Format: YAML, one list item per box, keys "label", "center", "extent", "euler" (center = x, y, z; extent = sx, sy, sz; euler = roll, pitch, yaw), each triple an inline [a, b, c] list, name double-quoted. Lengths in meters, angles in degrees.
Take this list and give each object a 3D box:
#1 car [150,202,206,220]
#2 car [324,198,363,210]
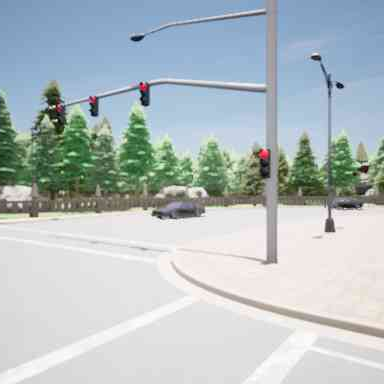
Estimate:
- label: "car"
  center: [-1.013, 1.520, 28.346]
  extent: [2.033, 1.411, 5.357]
  euler: [0, 0, 41]
- label: "car"
  center: [18.623, 1.449, 40.882]
  extent: [4.902, 1.511, 2.128]
  euler: [0, 0, -15]
